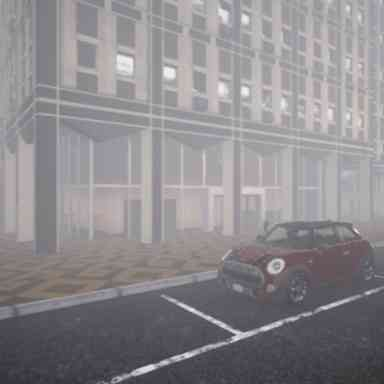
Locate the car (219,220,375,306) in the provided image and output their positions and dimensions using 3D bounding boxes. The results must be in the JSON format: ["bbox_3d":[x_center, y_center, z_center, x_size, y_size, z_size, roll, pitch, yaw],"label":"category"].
[{"bbox_3d":[2.574,1.453,8.014,4.097,1.590,1.967,0,0,-35],"label":"car"}]
